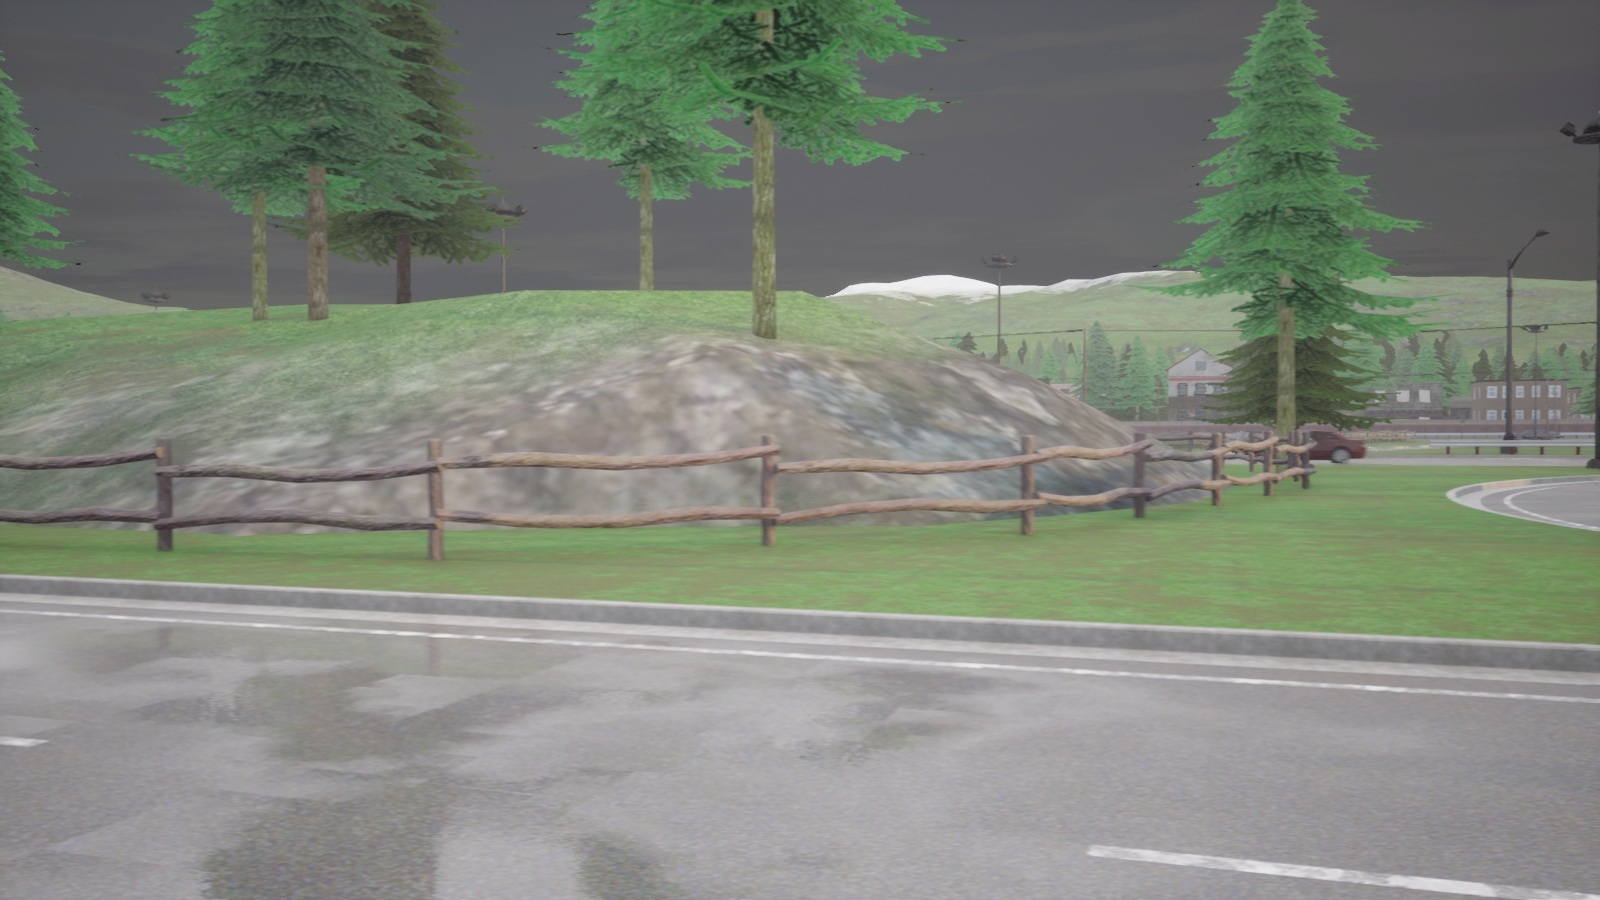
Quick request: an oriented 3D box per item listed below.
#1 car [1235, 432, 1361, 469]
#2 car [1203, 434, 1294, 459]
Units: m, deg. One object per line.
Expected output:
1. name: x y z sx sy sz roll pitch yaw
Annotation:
1. car: 21.566 0.010 54.610 5.008 1.535 1.882 1 1 18
2. car: 26.476 -0.214 74.117 5.357 1.411 2.033 0 1 -29
